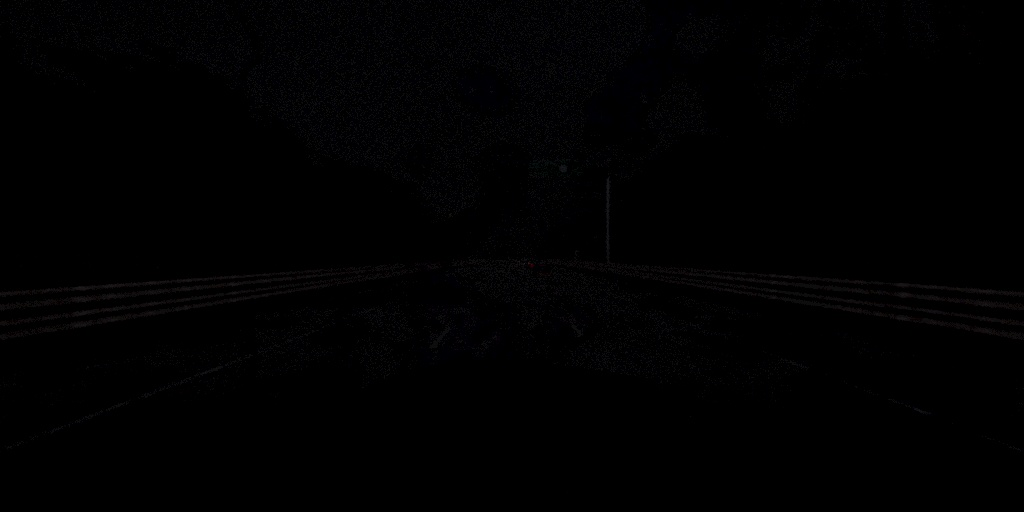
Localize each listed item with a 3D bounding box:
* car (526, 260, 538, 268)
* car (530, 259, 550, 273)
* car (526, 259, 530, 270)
[{"bbox_3d":[3.682,1.475,65.298,1.994,1.385,4.181,0,0,1],"label":"car"},{"bbox_3d":[3.515,1.285,43.454,1.882,1.535,5.008,0,0,0],"label":"car"},{"bbox_3d":[3.543,1.417,54.394,1.994,1.385,4.181,0,0,0],"label":"car"}]
